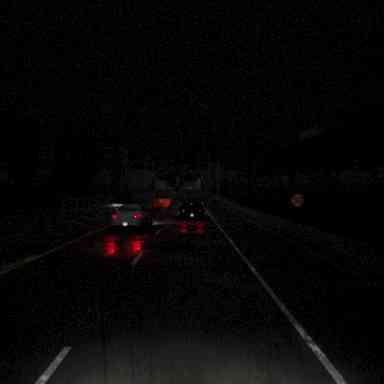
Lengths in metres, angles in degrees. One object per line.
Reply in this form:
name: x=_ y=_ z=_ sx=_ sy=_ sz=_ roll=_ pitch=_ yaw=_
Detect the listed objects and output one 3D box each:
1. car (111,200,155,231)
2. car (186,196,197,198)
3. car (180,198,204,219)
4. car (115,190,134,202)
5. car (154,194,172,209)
car: x=-3.469 y=1.423 z=19.514 sx=1.812 sy=1.442 sz=4.674 roll=0 pitch=0 yaw=0
car: x=-0.062 y=1.243 z=45.192 sx=1.895 sy=1.301 sz=4.718 roll=0 pitch=1 yaw=0
car: x=0.003 y=1.445 z=27.356 sx=1.895 sy=1.301 sz=4.718 roll=0 pitch=0 yaw=0
car: x=-10.694 y=0.774 z=52.809 sx=2.150 sy=2.045 sz=5.566 roll=0 pitch=1 yaw=0
car: x=-3.550 y=1.067 z=40.204 sx=2.097 sy=1.767 sz=4.553 roll=0 pitch=1 yaw=0
